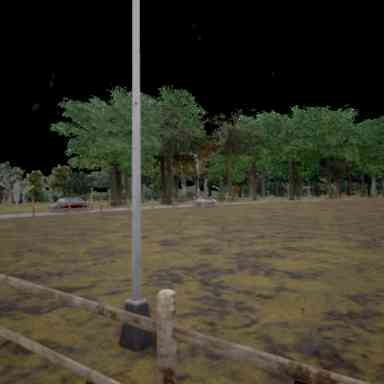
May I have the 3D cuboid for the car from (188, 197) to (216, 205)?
[{"bbox_3d":[1.575,1.469,54.551,4.718,1.301,1.895,-1,-1,-39],"label":"car"}]

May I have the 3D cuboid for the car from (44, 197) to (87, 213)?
[{"bbox_3d":[-14.380,1.408,37.915,2.097,1.767,4.553,-2,-1,38],"label":"car"}]
